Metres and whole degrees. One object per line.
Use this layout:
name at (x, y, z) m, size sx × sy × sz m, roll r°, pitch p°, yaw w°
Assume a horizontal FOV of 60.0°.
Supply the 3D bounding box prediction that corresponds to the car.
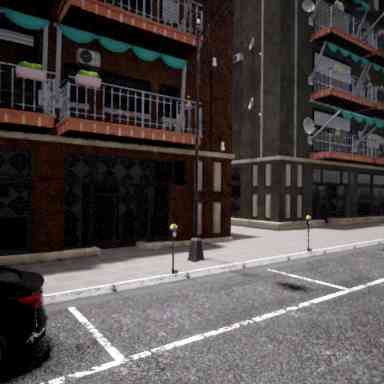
car at (-3.948, 1.566, 3.747) m, size 4.313 × 1.339 × 1.947 m, roll 0°, pitch 1°, yaw -35°
